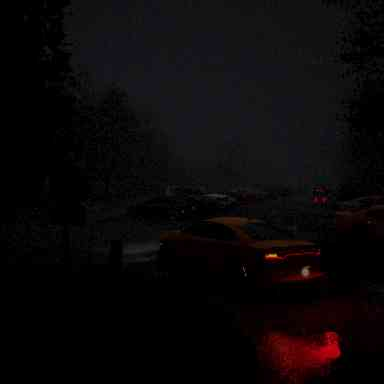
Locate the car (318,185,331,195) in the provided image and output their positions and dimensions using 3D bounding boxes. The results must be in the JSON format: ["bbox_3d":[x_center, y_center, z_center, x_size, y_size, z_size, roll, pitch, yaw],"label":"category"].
[{"bbox_3d":[22.612,-0.431,56.719,1.882,1.535,5.008,1,2,24],"label":"car"}]

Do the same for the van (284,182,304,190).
[{"bbox_3d":[25.364,-1.591,82.778,4.442,1.987,1.878,1,2,24],"label":"van"}]

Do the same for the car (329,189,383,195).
[{"bbox_3d":[13.155,0.860,24.348,5.366,1.575,1.946,1,3,24],"label":"car"}]

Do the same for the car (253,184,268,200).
[{"bbox_3d":[5.880,0.194,39.973,5.366,1.575,1.946,1,3,24],"label":"car"}]

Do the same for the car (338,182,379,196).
[{"bbox_3d":[25.868,-0.507,51.998,5.566,2.045,2.435,1,2,24],"label":"car"}]

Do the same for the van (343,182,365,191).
[{"bbox_3d":[36.340,-1.292,74.750,4.442,1.987,1.878,1,2,24],"label":"van"}]

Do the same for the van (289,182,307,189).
[{"bbox_3d":[28.793,-1.787,90.347,4.442,1.987,1.878,1,1,24],"label":"van"}]

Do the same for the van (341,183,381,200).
[{"bbox_3d":[21.216,-0.120,41.931,4.442,1.987,1.878,1,2,24],"label":"van"}]

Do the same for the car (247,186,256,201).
[{"bbox_3d":[3.539,0.425,34.810,5.366,1.575,1.946,1,3,24],"label":"car"}]

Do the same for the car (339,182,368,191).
[{"bbox_3d":[35.064,-1.229,72.286,5.566,2.045,2.435,1,2,24],"label":"car"}]

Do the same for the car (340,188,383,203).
[{"bbox_3d":[19.116,0.330,36.977,4.792,1.488,2.163,1,3,24],"label":"car"}]

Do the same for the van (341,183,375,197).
[{"bbox_3d":[24.644,-0.393,49.514,4.442,1.987,1.878,1,2,24],"label":"van"}]

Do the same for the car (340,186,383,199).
[{"bbox_3d":[22.469,0.014,44.429,5.008,1.535,2.097,1,2,24],"label":"car"}]

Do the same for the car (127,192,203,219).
[{"bbox_3d":[-2.046,1.031,22.116,4.792,1.488,2.163,1,3,24],"label":"car"}]

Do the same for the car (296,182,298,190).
[{"bbox_3d":[17.456,-0.733,65.045,4.892,1.521,2.231,1,2,24],"label":"car"}]

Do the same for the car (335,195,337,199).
[{"bbox_3d":[11.011,1.123,19.243,4.792,1.488,2.163,1,3,24],"label":"car"}]

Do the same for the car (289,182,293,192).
[{"bbox_3d":[15.133,-0.525,60.006,4.792,1.488,2.163,1,2,24],"label":"car"}]

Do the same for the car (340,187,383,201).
[{"bbox_3d":[20.206,0.232,39.379,4.792,1.488,2.163,1,2,24],"label":"car"}]

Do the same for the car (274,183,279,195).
[{"bbox_3d":[9.461,-0.226,47.342,4.553,1.767,2.185,1,2,24],"label":"car"}]

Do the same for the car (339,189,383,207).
[{"bbox_3d":[16.727,0.553,31.845,4.792,1.488,2.163,1,3,24],"label":"car"}]

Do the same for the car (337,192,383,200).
[{"bbox_3d":[9.974,1.077,16.804,4.553,1.767,2.185,1,3,24],"label":"car"}]

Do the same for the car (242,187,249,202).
[{"bbox_3d":[2.569,0.546,32.206,4.892,1.521,2.231,1,3,24],"label":"car"}]

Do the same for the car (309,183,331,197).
[{"bbox_3d":[18.362,-0.083,47.346,2.128,1.511,4.902,1,2,24],"label":"car"}]

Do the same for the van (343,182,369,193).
[{"bbox_3d":[31.767,-0.932,64.663,4.442,1.987,1.878,1,2,24],"label":"van"}]

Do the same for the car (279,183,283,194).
[{"bbox_3d":[10.604,-0.164,49.873,4.792,1.488,2.163,1,2,24],"label":"car"}]

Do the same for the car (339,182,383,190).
[{"bbox_3d":[15.635,0.387,29.289,5.566,2.045,2.435,1,3,24],"label":"car"}]

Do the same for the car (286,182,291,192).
[{"bbox_3d":[13.987,-0.435,57.479,4.792,1.488,2.163,1,2,24],"label":"car"}]

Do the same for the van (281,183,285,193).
[{"bbox_3d":[11.829,-0.508,52.356,4.442,1.987,1.878,1,2,24],"label":"van"}]

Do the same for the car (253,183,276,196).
[{"bbox_3d":[8.280,-0.004,44.832,4.892,1.521,2.231,1,3,24],"label":"car"}]

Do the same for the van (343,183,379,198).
[{"bbox_3d":[23.713,-0.300,46.896,4.442,1.987,1.878,1,2,24],"label":"van"}]

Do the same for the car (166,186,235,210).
[{"bbox_3d":[0.297,0.523,27.133,5.566,2.045,2.435,1,3,24],"label":"car"}]

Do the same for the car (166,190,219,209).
[{"bbox_3d":[-0.869,0.887,24.627,5.008,1.535,2.097,1,3,24],"label":"car"}]

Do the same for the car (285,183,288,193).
[{"bbox_3d":[12.842,-0.345,54.952,4.792,1.488,2.163,1,2,24],"label":"car"}]

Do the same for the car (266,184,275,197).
[{"bbox_3d":[7.313,0.097,42.234,5.366,1.575,1.946,1,3,24],"label":"car"}]

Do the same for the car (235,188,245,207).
[{"bbox_3d":[1.586,0.659,29.605,5.366,1.575,1.946,1,3,24],"label":"car"}]

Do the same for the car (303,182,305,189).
[{"bbox_3d":[23.174,-1.184,77.686,5.008,1.535,2.097,1,2,24],"label":"car"}]

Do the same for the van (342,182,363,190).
[{"bbox_3d":[38.416,-1.475,79.896,4.442,1.987,1.878,1,2,24],"label":"van"}]

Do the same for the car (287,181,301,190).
[{"bbox_3d":[19.573,-0.920,70.179,5.366,1.575,1.946,1,2,24],"label":"car"}]

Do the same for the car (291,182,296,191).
[{"bbox_3d":[16.136,-0.650,62.597,5.366,1.575,1.946,1,2,24],"label":"car"}]

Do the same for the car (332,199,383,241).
[{"bbox_3d":[8.798,1.316,14.303,5.008,1.535,2.097,1,3,24],"label":"car"}]

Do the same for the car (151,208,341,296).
[{"bbox_3d":[0.905,1.379,8.522,1.882,1.535,5.008,2,-1,-31],"label":"car"}]

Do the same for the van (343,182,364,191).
[{"bbox_3d":[37.431,-1.377,77.158,4.442,1.987,1.878,1,2,24],"label":"van"}]

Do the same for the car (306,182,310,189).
[{"bbox_3d":[26.641,-1.705,85.245,5.566,2.045,2.435,1,2,24],"label":"car"}]
